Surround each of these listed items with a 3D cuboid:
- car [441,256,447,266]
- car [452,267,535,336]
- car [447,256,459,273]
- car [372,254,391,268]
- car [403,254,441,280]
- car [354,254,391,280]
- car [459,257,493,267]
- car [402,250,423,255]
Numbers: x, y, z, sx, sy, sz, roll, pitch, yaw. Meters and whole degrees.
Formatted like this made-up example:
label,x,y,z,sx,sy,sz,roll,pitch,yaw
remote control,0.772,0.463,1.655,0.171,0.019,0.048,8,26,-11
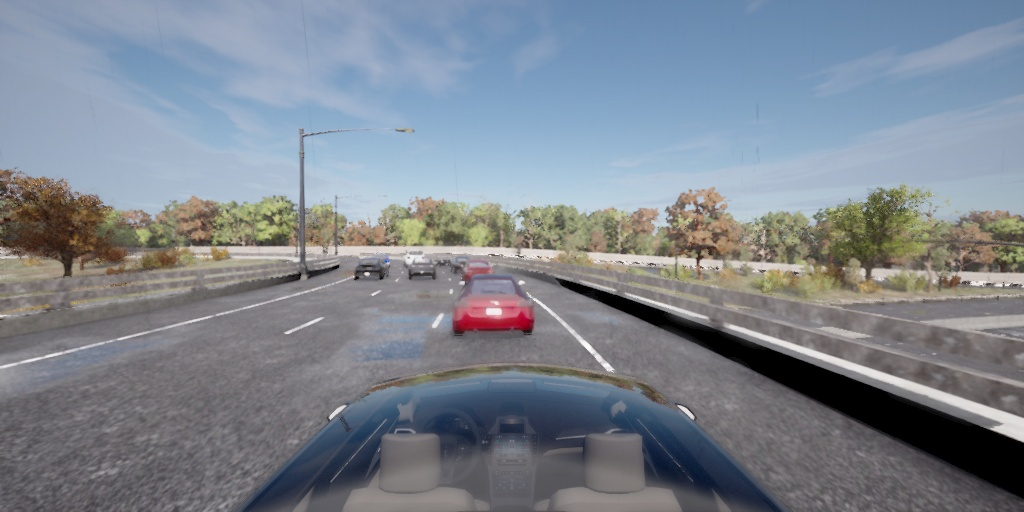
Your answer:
label,x,y,z,sx,sy,sz,roll,pitch,yaw
car,-8.240,0.657,43.354,1.895,1.301,4.718,0,1,-21
car,-0.545,1.174,9.975,1.994,1.385,4.181,0,1,-4
car,-4.482,0.763,32.294,1.812,1.442,4.674,0,1,-15
car,-15.618,0.554,42.857,1.882,1.535,5.008,0,1,-23
car,-6.476,0.838,26.137,2.128,1.511,4.902,0,1,-13
car,-9.975,0.864,25.759,1.837,1.490,4.892,0,1,-12
car,-2.106,0.938,21.803,1.812,1.442,4.674,0,1,-10
car,-11.703,0.297,42.644,2.150,2.045,5.566,0,1,-22
